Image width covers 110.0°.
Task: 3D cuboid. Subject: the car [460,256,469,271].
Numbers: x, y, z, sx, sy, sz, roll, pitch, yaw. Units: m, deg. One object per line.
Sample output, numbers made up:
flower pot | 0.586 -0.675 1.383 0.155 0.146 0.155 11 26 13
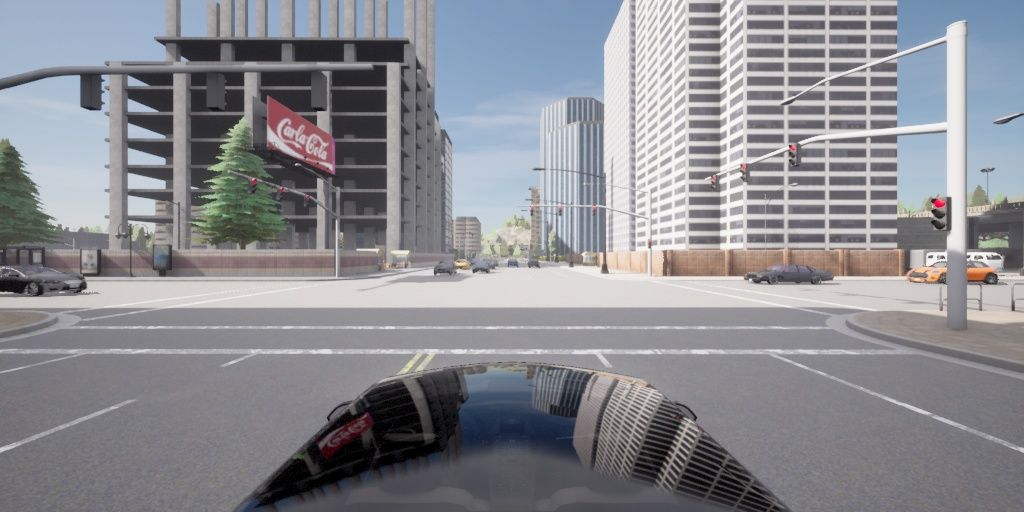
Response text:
car | -7.073 1.228 50.335 1.882 1.535 5.008 0 1 0

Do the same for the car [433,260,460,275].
car | -7.079 1.254 38.325 1.837 1.490 4.892 0 0 0

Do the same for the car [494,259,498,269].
car | -3.568 1.103 52.377 2.097 1.767 4.553 0 0 0

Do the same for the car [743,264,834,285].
car | 19.647 1.297 25.537 5.357 1.411 2.033 0 0 0

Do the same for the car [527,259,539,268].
car | 3.625 1.254 61.345 1.837 1.490 4.892 0 0 0

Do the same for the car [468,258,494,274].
car | -3.575 1.297 42.322 2.033 1.411 5.357 0 0 0

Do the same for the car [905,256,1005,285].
car | 31.199 1.102 25.549 4.553 1.767 2.097 0 0 2

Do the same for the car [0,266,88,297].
car | -24.571 1.239 18.121 4.902 1.511 2.128 0 0 0
